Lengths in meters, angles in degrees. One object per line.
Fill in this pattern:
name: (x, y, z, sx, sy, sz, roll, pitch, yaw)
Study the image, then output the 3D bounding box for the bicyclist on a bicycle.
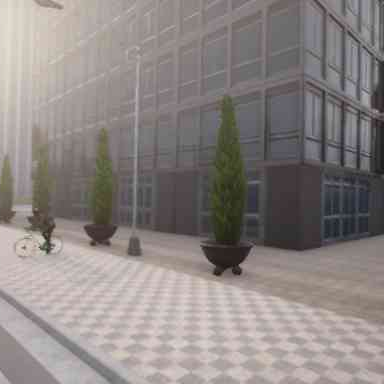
bicyclist on a bicycle: (-5.226, 1.414, 11.444, 1.656, 1.620, 0.582, 2, -2, -44)
